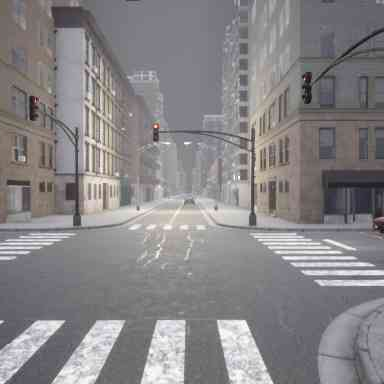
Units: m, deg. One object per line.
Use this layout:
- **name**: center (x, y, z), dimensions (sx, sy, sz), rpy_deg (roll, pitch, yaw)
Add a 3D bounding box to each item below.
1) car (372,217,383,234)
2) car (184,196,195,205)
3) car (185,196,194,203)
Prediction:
- **car**: center (11.644, 1.529, 16.987), dimensions (4.507, 1.381, 1.887), rpy_deg (0, 0, 0)
- **car**: center (-0.456, 1.541, 59.184), dimensions (1.812, 1.442, 4.674), rpy_deg (0, 0, 0)
- **car**: center (-0.535, 1.548, 69.189), dimensions (1.812, 1.442, 4.674), rpy_deg (0, 0, 0)
